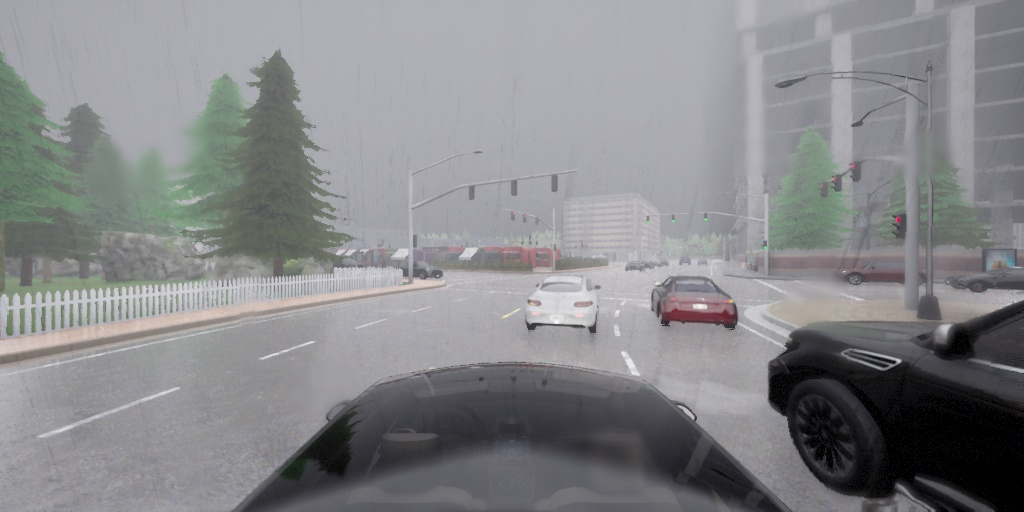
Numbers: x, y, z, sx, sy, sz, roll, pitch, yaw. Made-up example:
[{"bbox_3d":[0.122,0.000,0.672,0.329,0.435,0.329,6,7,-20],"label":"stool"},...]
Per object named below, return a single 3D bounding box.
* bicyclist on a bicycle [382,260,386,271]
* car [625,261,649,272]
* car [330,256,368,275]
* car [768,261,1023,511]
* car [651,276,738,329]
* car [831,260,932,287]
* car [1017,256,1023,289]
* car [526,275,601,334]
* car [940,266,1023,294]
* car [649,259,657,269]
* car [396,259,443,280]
[{"bbox_3d":[-15.788,1.271,44.223,0.582,1.620,1.656,0,0,-23],"label":"bicyclist on a bicycle"},{"bbox_3d":[16.422,1.329,47.655,1.994,1.385,4.181,0,0,29],"label":"car"},{"bbox_3d":[-17.735,1.037,37.769,5.566,2.045,2.150,0,0,29],"label":"car"},{"bbox_3d":[3.740,0.973,1.336,2.150,2.045,5.566,0,0,0],"label":"car"},{"bbox_3d":[5.622,1.318,11.478,1.994,1.385,4.181,0,0,17],"label":"car"},{"bbox_3d":[25.884,1.166,25.388,4.553,1.767,2.097,0,0,29],"label":"car"},{"bbox_3d":[34.227,1.034,20.668,5.566,2.045,2.150,0,0,30],"label":"car"},{"bbox_3d":[1.619,1.278,10.651,1.812,1.442,4.674,0,0,14],"label":"car"},{"bbox_3d":[27.978,1.338,20.157,4.674,1.442,1.812,0,0,29],"label":"car"},{"bbox_3d":[20.740,1.368,55.398,1.895,1.301,4.718,0,0,29],"label":"car"},{"bbox_3d":[-8.439,1.167,32.482,4.553,1.767,2.097,0,0,30],"label":"car"}]
